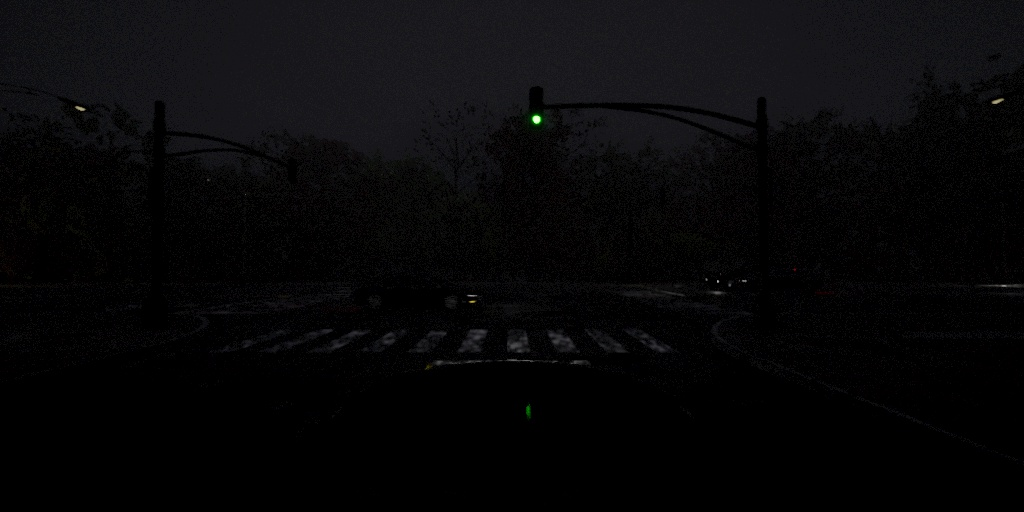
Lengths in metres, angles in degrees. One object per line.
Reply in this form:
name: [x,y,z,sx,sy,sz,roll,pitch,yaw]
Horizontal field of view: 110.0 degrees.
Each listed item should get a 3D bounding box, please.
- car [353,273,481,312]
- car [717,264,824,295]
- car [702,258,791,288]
car: [-3.693,1.418,14.247,4.892,1.490,1.837,0,-1,1]
car: [14.967,1.388,20.572,4.902,1.511,2.128,-1,-1,1]
car: [15.700,1.182,23.816,5.566,2.045,2.150,-1,-1,1]
